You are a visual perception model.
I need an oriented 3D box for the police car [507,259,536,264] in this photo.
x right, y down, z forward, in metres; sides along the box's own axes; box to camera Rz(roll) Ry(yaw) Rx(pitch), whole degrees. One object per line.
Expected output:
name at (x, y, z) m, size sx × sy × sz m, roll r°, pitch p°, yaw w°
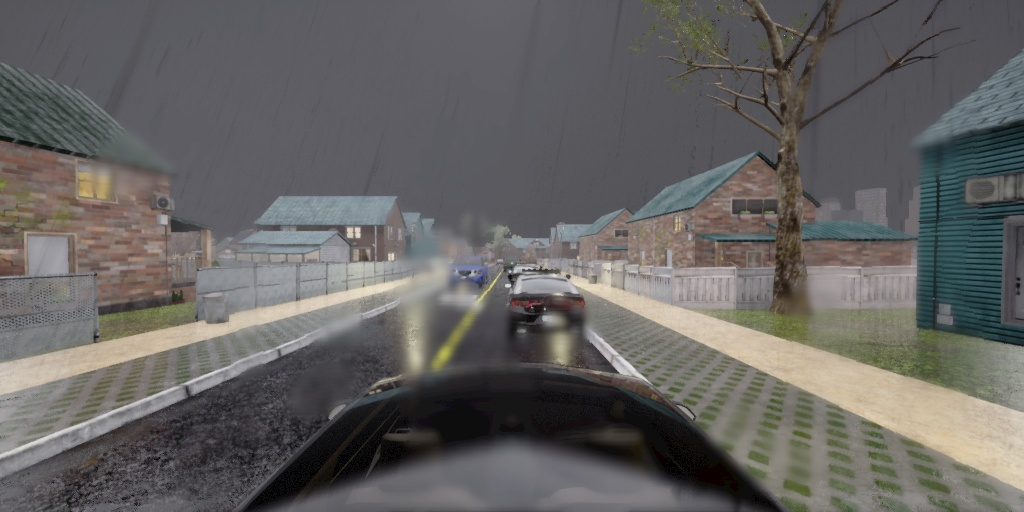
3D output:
police car at (0.828, 1.182, 20.362) m, size 1.930 × 1.638 × 5.238 m, roll 0°, pitch 0°, yaw 0°

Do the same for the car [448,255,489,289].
car at (-2.745, 0.982, 23.719) m, size 2.150 × 2.045 × 5.566 m, roll 0°, pitch 0°, yaw 0°

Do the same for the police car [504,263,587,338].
police car at (0.827, 1.174, 10.360) m, size 1.930 × 1.638 × 5.238 m, roll 0°, pitch 0°, yaw 0°

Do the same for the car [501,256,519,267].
car at (0.029, 1.026, 47.008) m, size 2.150 × 2.045 × 5.566 m, roll 0°, pitch 0°, yaw 0°
